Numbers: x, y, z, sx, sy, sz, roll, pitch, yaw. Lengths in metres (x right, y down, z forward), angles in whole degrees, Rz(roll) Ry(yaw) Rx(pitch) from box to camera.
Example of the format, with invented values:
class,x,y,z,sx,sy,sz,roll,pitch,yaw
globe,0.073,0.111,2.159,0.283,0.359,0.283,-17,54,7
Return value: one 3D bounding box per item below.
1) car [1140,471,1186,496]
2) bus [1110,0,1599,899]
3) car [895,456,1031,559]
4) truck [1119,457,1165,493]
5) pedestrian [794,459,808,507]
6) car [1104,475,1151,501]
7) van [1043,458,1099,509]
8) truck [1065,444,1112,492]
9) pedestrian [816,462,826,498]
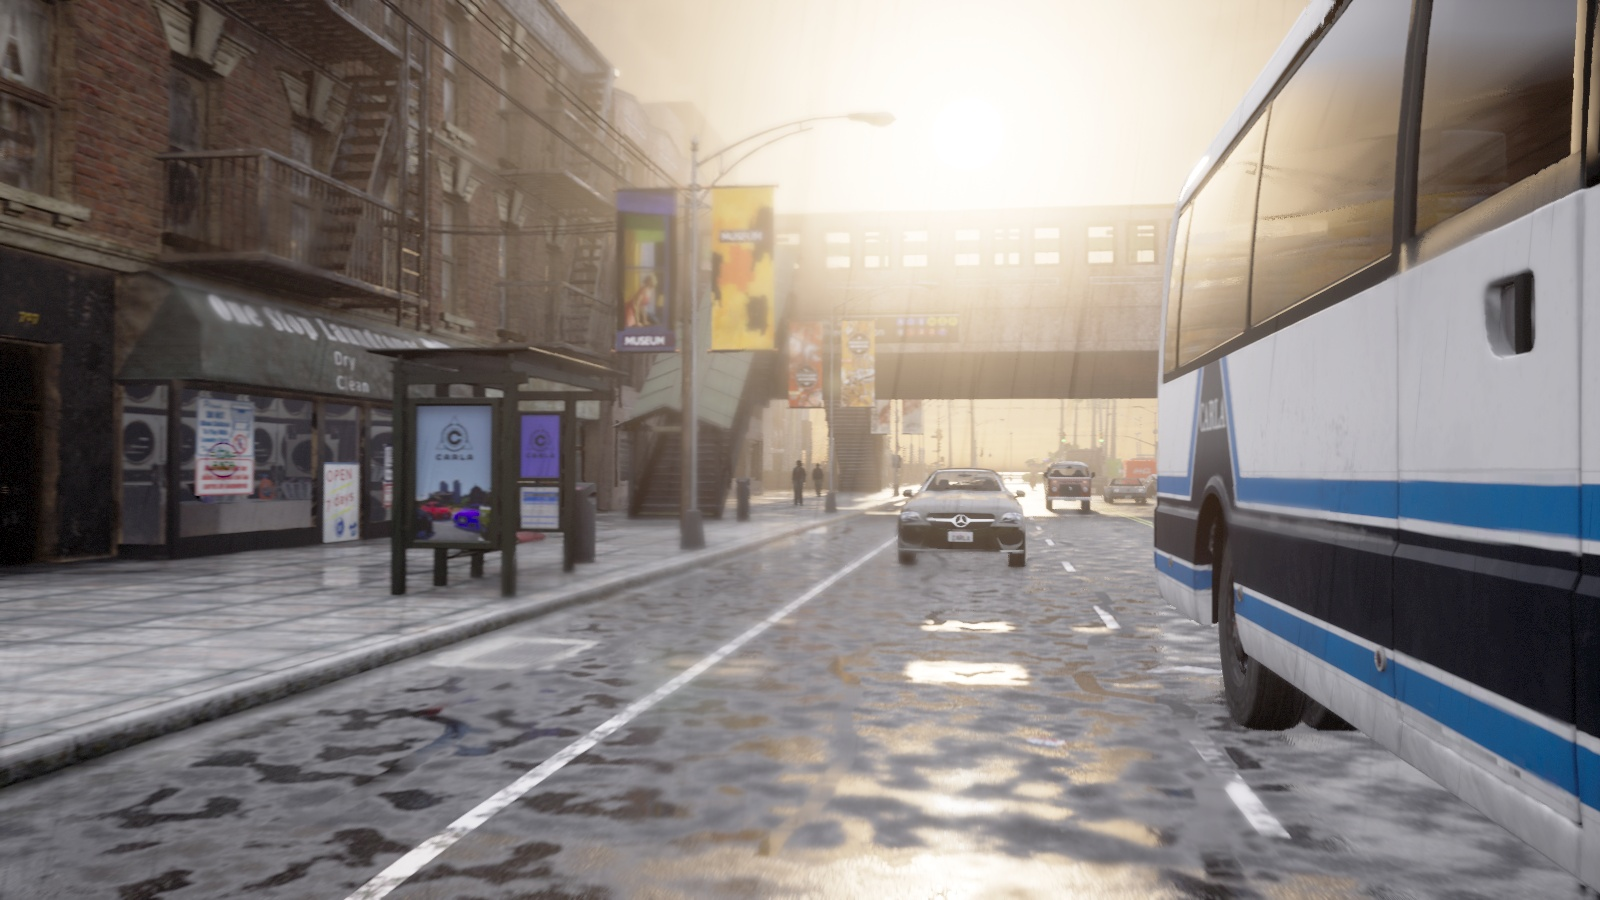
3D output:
class,x,y,z,sx,sy,sz,roll,pitch,yaw
car,22.582,2.057,78.231,2.163,1.488,4.792,0,-1,9
bus,3.794,-0.490,4.975,3.944,4.253,10.273,0,-1,8
car,3.003,0.964,22.650,2.152,1.651,5.027,0,-1,9
truck,24.293,1.761,89.364,2.627,2.467,5.204,0,0,10
pedestrian,0.048,1.315,50.346,0.402,1.930,0.666,0,-1,16
car,16.947,1.955,65.157,1.895,1.301,4.718,0,-1,9
van,11.289,1.384,52.556,2.069,2.038,4.480,0,-1,9
truck,21.537,1.342,93.991,2.891,3.462,7.936,0,-1,9
pedestrian,1.109,1.577,66.201,0.431,1.840,0.703,0,-1,-4
